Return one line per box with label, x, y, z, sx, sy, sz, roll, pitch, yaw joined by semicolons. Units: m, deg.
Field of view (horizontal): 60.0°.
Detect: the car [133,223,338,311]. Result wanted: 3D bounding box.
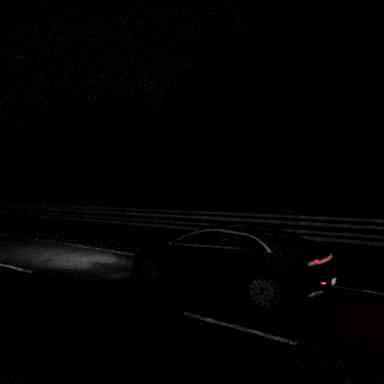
car;0.746;1.479;7.763;4.902;1.511;2.128;0;0;36
